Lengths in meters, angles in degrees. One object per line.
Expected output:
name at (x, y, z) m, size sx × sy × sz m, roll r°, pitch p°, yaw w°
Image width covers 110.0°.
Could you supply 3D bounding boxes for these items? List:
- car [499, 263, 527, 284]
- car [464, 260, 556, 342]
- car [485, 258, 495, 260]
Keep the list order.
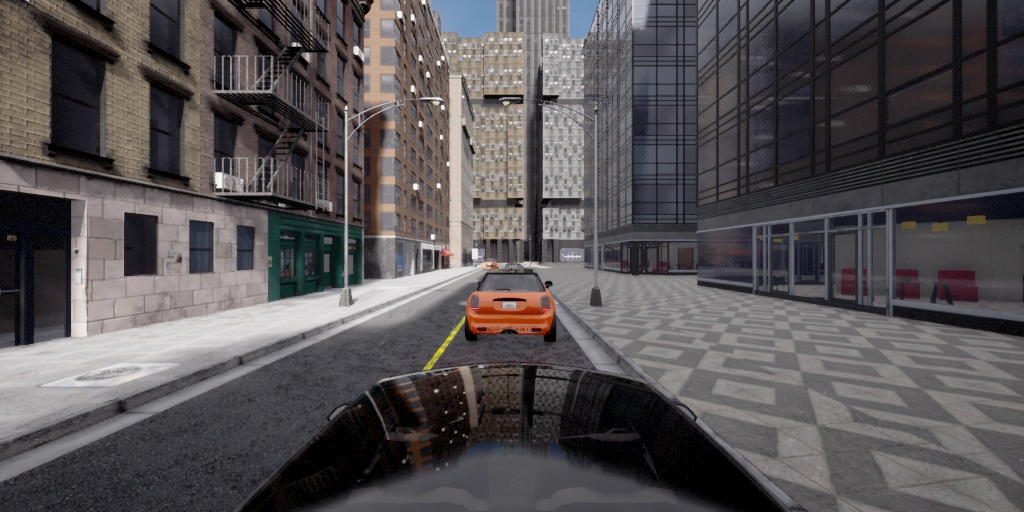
car at (0.086, 1.297, 28.672) m, size 2.033 × 1.411 × 5.357 m, roll 0°, pitch 0°, yaw 0°
car at (0.064, 1.102, 9.988) m, size 2.097 × 1.767 × 4.553 m, roll 0°, pitch 0°, yaw 3°
car at (-3.084, 1.109, 50.529) m, size 2.097 × 1.767 × 4.553 m, roll 0°, pitch 0°, yaw 0°
